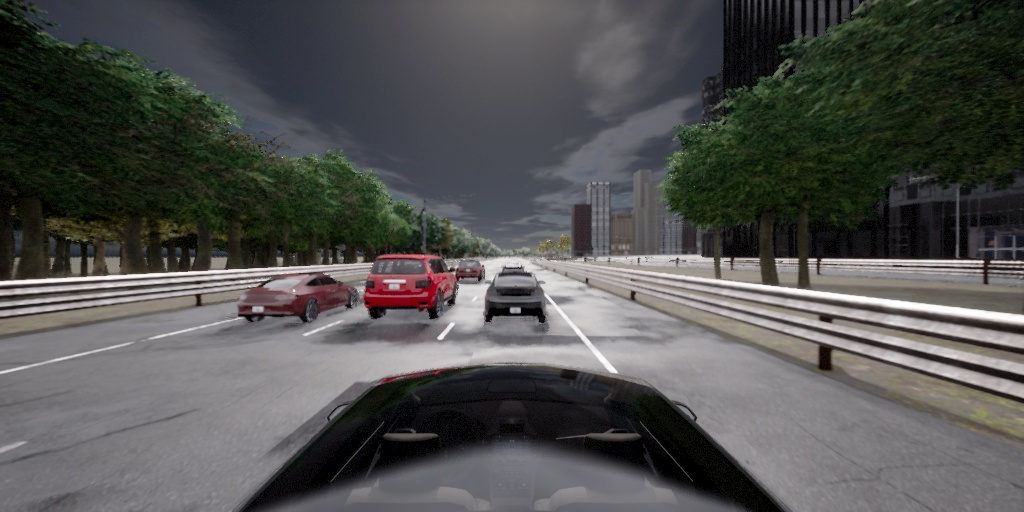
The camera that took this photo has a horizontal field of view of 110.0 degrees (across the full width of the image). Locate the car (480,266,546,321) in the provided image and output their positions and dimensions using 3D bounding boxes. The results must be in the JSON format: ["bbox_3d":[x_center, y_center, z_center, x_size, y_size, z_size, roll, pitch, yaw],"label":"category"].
[{"bbox_3d":[0.099,1.263,12.414,1.837,1.490,4.892,0,0,0],"label":"car"}]

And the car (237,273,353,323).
[{"bbox_3d":[-6.902,1.282,12.045,1.812,1.442,4.674,0,0,0],"label":"car"}]

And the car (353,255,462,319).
[{"bbox_3d":[-3.399,0.979,13.044,2.150,2.045,5.566,0,0,0],"label":"car"}]

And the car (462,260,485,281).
[{"bbox_3d":[-3.404,1.123,29.977,2.097,1.767,4.553,0,0,0],"label":"car"}]

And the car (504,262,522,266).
[{"bbox_3d":[0.097,1.263,30.193,2.128,1.511,4.902,0,0,0],"label":"car"}]

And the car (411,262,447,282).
[{"bbox_3d":[-6.904,1.275,30.326,1.837,1.490,4.892,0,0,0],"label":"car"}]
